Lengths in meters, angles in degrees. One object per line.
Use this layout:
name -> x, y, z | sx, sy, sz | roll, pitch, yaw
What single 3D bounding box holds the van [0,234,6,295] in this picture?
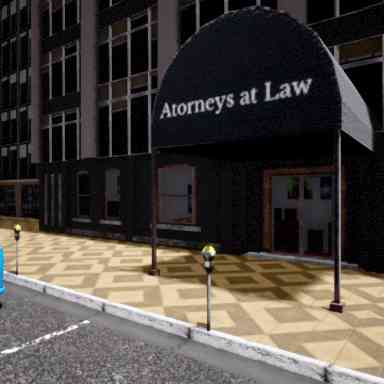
van -> -5.467, 1.341, 6.796 | 3.998, 1.788, 1.690 | 0, 0, 36
